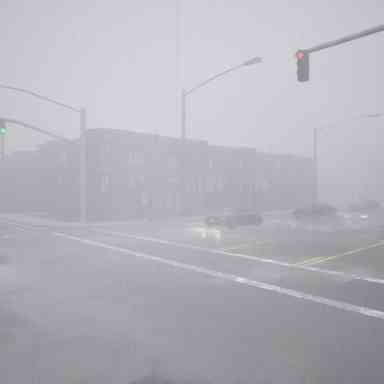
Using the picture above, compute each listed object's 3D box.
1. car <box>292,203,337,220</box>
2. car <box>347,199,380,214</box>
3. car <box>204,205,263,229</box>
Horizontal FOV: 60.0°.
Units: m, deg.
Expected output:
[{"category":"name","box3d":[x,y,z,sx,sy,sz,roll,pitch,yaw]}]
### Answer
[{"category":"car","box3d":[10.580,1.601,28.658,4.718,1.301,1.895,0,0,-42]},{"category":"car","box3d":[18.521,1.480,35.784,5.008,1.535,1.882,-1,1,-42]},{"category":"car","box3d":[2.733,1.565,21.584,4.181,1.385,1.994,0,0,-42]}]
